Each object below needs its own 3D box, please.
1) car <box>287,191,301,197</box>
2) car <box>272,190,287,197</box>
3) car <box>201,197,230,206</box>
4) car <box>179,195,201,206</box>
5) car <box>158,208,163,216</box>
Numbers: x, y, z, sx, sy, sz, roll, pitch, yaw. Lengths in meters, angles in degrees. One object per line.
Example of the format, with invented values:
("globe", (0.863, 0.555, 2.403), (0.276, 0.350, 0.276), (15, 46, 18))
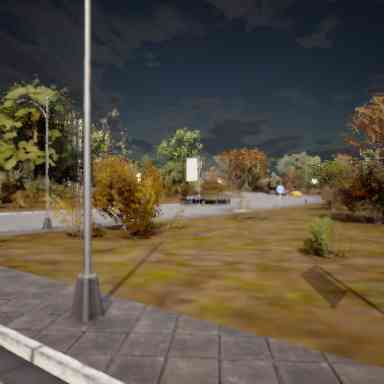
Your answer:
("car", (26.926, 0.417, 86.650), (1.882, 1.535, 5.008), (0, 1, 1))
("car", (23.540, 0.458, 88.617), (1.994, 1.385, 4.181), (0, 1, 1))
("car", (3.910, 1.389, 51.199), (1.895, 1.301, 4.718), (0, 1, 39))
("car", (0.082, 1.295, 52.023), (1.882, 1.535, 5.008), (0, 1, 39))
("car", (-4.540, 1.557, 29.341), (1.994, 1.385, 4.181), (0, 0, 39))
